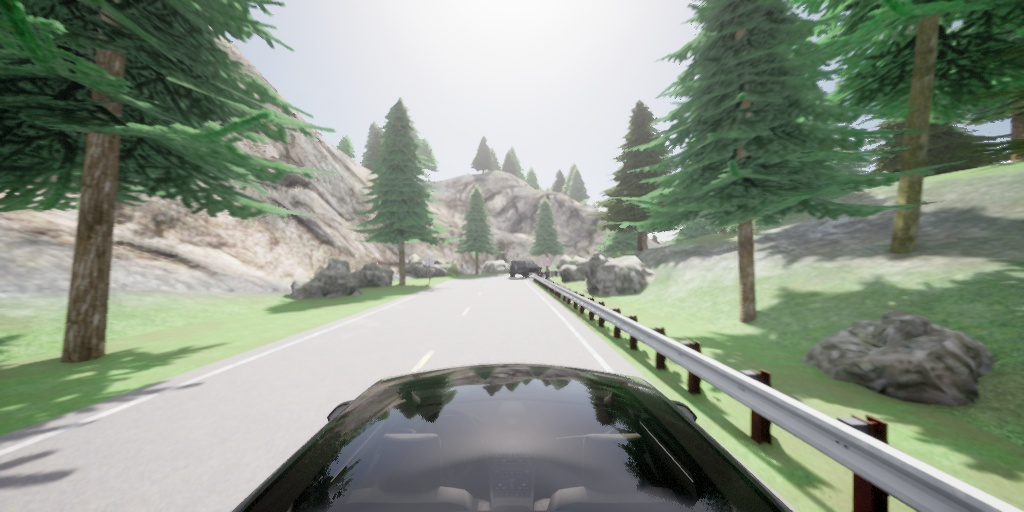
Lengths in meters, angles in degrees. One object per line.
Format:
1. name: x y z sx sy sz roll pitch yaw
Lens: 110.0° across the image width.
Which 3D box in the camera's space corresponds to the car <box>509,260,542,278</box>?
1. car: 1.668 1.506 42.169 2.150 2.045 5.566 -1 -1 27
